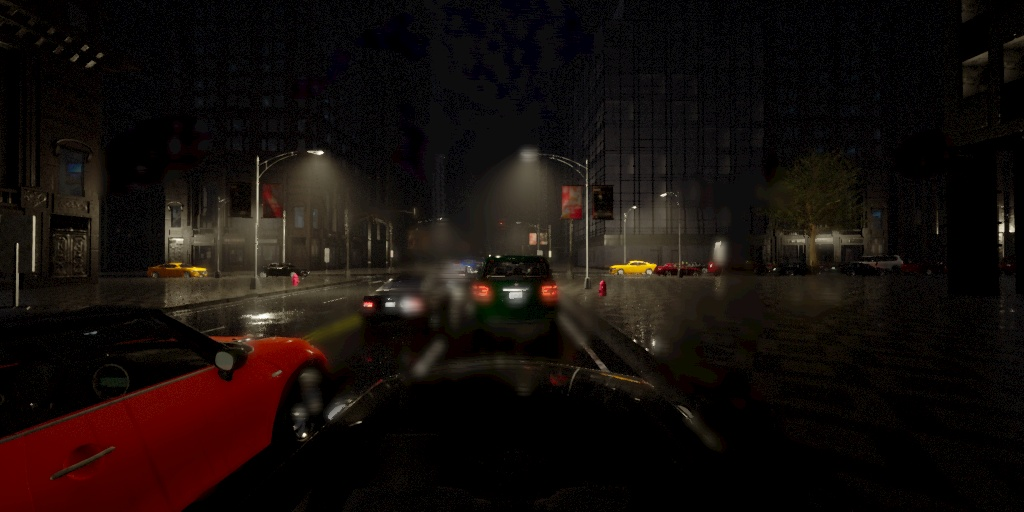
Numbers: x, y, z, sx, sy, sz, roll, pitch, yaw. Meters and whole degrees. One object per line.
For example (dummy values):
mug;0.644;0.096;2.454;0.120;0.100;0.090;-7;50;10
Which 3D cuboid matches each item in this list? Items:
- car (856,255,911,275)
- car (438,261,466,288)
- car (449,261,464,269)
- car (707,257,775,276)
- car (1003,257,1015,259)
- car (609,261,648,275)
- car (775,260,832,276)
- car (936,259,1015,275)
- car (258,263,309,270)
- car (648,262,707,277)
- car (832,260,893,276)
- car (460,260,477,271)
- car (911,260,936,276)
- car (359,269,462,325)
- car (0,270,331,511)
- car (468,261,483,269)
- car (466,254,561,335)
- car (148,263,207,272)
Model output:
car;39.516;0.960;39.418;5.566;2.045;2.150;-1;-1;3
car;-3.121;1.280;21.491;2.128;1.511;4.902;0;0;0
car;-9.712;1.571;63.217;1.812;1.442;4.674;0;0;1
car;21.008;1.041;33.448;5.009;1.841;2.192;0;0;-1
car;49.197;0.973;33.839;5.009;1.841;2.192;0;0;-1
car;13.172;1.299;39.118;5.008;1.535;1.882;0;-1;-1
car;26.645;1.276;33.526;4.313;1.339;1.948;0;0;-1
car;43.559;1.214;33.761;4.507;1.381;1.888;0;0;-1
car;-22.556;1.432;35.460;4.892;1.490;1.837;0;-1;0
car;15.369;1.327;33.370;4.207;1.307;1.802;0;0;-1
car;32.282;1.260;33.604;4.313;1.339;1.948;0;0;-1
car;-6.501;1.457;53.911;1.882;1.535;5.008;0;0;0
car;42.570;1.179;36.377;5.008;1.535;1.882;0;-1;0
car;-3.120;1.307;11.754;2.033;1.411;5.357;0;0;0
car;-3.146;1.102;2.342;2.097;1.767;4.553;0;0;0
car;-6.453;1.599;64.073;2.033;1.411;5.357;0;0;1
car;0.115;0.979;10.670;2.150;2.045;5.566;0;0;0
car;-32.980;1.452;35.490;5.008;1.535;1.882;0;-1;0
